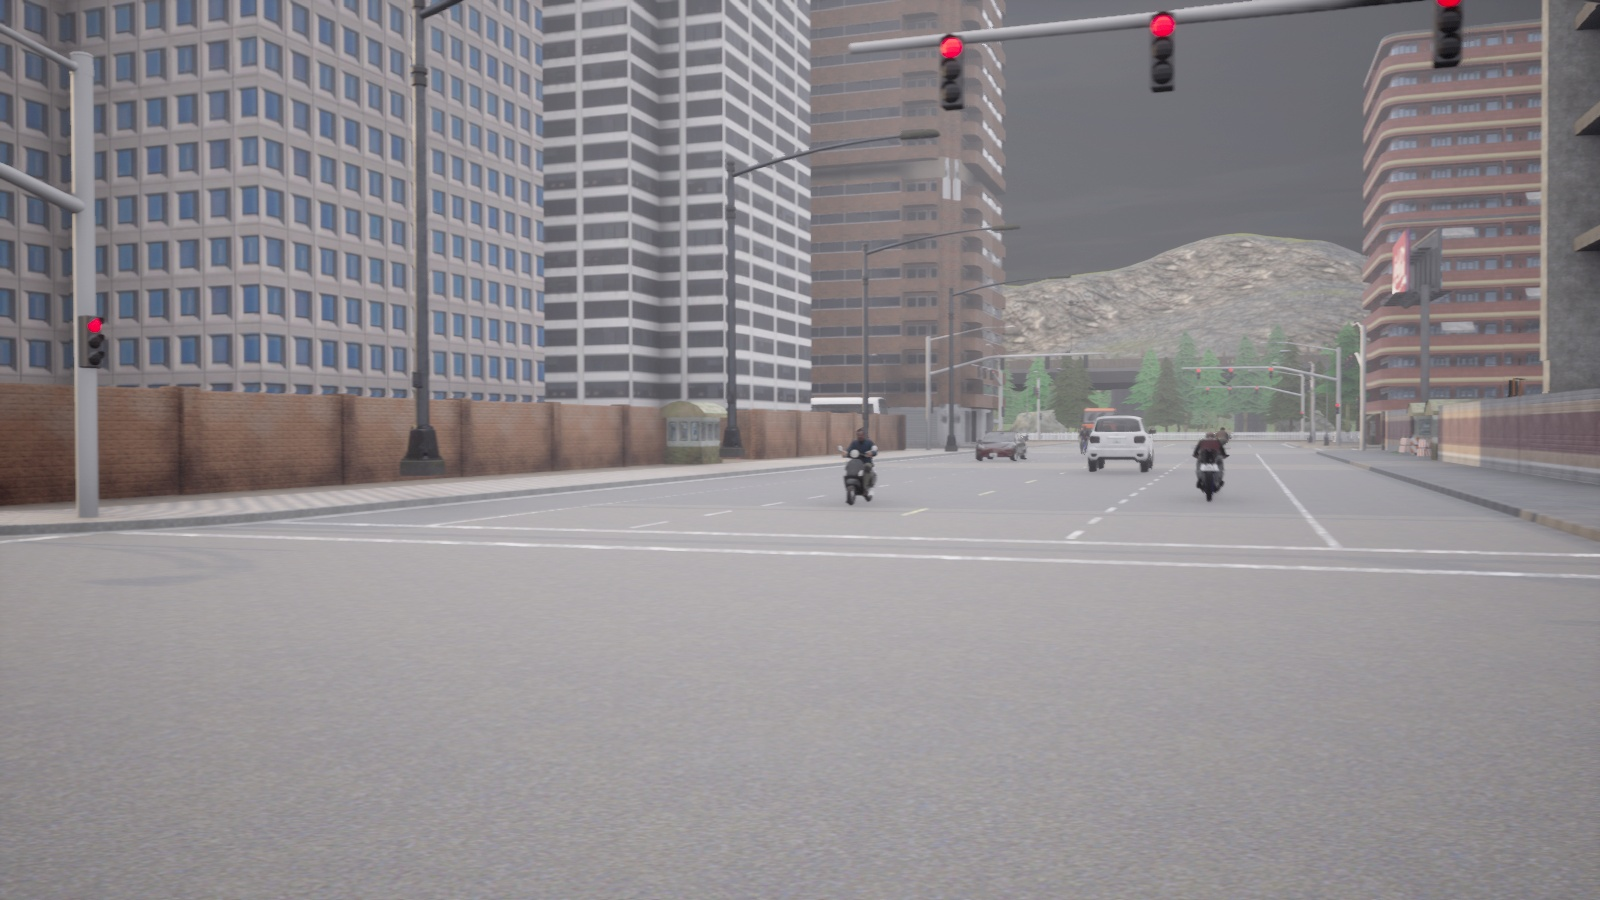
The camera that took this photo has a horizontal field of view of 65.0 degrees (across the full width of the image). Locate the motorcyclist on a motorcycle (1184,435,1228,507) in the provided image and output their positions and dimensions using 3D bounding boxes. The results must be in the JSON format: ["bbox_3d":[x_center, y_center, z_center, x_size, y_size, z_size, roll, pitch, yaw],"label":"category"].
[{"bbox_3d":[9.108,0.445,28.132,0.866,1.530,2.191,1,1,19],"label":"motorcyclist on a motorcycle"}]

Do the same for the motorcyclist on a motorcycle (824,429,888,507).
[{"bbox_3d":[1.215,0.357,26.723,0.866,1.590,1.817,1,1,19],"label":"motorcyclist on a motorcycle"}]

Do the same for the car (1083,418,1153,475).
[{"bbox_3d":[12.068,-0.168,47.404,2.150,2.045,5.566,1,1,18],"label":"car"}]

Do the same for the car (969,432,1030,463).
[{"bbox_3d":[10.031,-0.142,62.822,2.163,1.488,4.792,1,1,19],"label":"car"}]
